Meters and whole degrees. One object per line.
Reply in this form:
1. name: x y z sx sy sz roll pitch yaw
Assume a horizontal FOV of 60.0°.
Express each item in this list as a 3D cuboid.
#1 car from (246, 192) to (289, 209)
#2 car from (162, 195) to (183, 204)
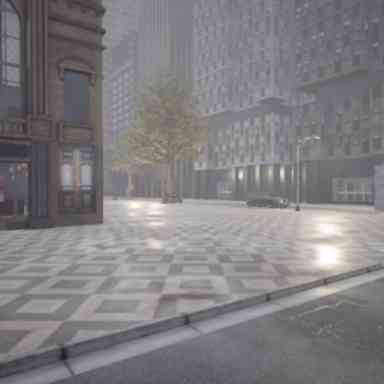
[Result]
1. car: 9.029 1.021 40.144 2.150 2.045 5.566 0 0 -36
2. car: -3.402 1.281 57.682 1.837 1.490 4.892 0 0 -35
